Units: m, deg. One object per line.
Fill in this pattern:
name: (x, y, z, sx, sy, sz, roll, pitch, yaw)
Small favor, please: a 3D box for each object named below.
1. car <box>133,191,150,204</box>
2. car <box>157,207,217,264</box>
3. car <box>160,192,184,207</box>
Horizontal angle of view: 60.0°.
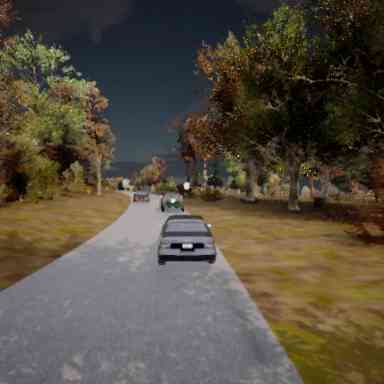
car: (-6.116, 0.624, 40.186, 1.994, 1.385, 4.181, 1, 2, -9)
car: (-0.241, 1.521, 11.809, 2.033, 1.411, 5.357, 0, 1, -2)
car: (-1.967, 0.792, 31.866, 2.097, 1.767, 4.553, 1, 2, -7)
